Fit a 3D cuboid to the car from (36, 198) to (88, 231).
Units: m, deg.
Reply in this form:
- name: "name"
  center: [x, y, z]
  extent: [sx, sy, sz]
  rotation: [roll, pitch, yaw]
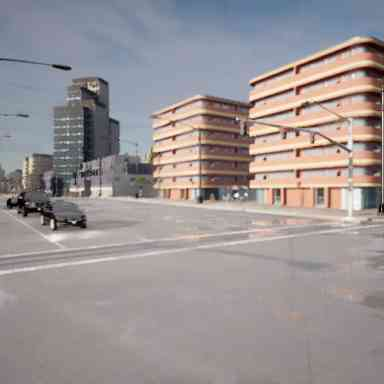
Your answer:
- name: "car"
  center: [-7.694, 1.345, 19.862]
  extent: [1.837, 1.490, 4.892]
  rotation: [0, 1, -34]

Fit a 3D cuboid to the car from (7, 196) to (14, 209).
- name: "car"
  center: [-18.928, 1.080, 36.315]
  extent: [1.994, 1.385, 4.181]
  rotation: [0, 1, -34]

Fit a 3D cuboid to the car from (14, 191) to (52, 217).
- name: "car"
  center: [-13.261, 0.915, 28.013]
  extent: [2.150, 2.045, 5.566]
  rotation: [0, 1, -34]
